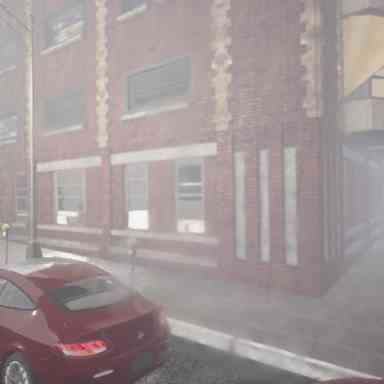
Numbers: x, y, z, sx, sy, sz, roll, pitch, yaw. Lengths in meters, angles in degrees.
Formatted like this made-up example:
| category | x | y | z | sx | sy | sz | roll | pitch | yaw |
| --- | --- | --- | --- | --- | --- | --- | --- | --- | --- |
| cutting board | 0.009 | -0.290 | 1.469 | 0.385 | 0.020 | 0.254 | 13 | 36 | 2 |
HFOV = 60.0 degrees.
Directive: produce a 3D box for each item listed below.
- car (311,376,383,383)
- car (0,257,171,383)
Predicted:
| category | x | y | z | sx | sy | sz | roll | pitch | yaw |
| --- | --- | --- | --- | --- | --- | --- | --- | --- | --- |
| car | 2.316 | 1.580 | 1.196 | 4.206 | 1.307 | 1.802 | 0 | -1 | 36 |
| car | -2.190 | 1.589 | 4.618 | 4.206 | 1.307 | 1.802 | 0 | -1 | 36 |
